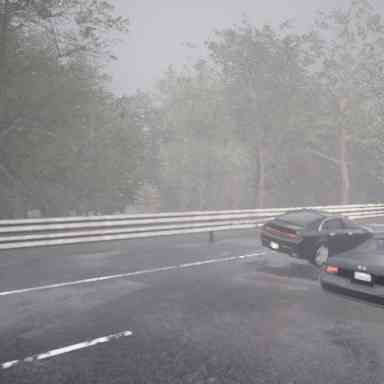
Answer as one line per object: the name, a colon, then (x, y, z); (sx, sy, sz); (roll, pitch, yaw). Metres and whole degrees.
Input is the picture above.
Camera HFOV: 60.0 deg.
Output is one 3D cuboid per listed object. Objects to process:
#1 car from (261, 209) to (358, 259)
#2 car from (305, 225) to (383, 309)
car: (4.440, 1.397, 11.162); (4.892, 1.490, 1.837); (2, 6, -35)
car: (5.068, 1.539, 7.327); (5.357, 1.411, 2.033); (0, 0, -35)
